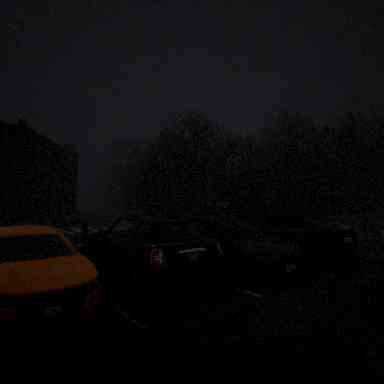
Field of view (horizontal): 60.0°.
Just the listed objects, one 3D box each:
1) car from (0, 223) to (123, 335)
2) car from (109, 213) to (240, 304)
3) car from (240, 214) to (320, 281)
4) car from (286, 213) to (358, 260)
[{"bbox_3d":[-3.495,1.481,6.960,2.097,1.535,5.008,0,0,-35],"label":"car"},{"bbox_3d":[-1.211,1.350,8.543,2.185,1.767,4.553,0,0,-35],"label":"car"},{"bbox_3d":[1.057,1.491,10.162,2.163,1.488,4.792,0,0,-35],"label":"car"},{"bbox_3d":[3.290,1.477,11.826,2.163,1.488,4.792,0,0,-35],"label":"car"}]
